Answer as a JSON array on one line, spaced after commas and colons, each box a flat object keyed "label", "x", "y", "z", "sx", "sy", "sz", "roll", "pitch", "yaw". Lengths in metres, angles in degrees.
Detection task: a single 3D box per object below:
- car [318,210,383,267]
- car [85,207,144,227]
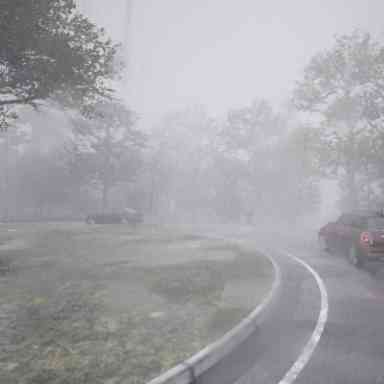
[{"label": "car", "x": 6.210, "y": 1.494, "z": 12.053, "sx": 2.097, "sy": 1.767, "sz": 4.553, "roll": -1, "pitch": -1, "yaw": 4}, {"label": "car", "x": -6.482, "y": 2.057, "z": 27.844, "sx": 5.008, "sy": 1.535, "sz": 1.882, "roll": -1, "pitch": -2, "yaw": 15}]
